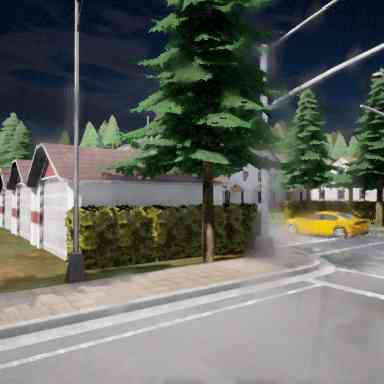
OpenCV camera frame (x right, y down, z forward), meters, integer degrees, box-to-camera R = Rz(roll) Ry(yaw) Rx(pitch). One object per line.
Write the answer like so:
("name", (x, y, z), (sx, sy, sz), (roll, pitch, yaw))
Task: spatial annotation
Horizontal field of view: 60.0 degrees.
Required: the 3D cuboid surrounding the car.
("car", (8.163, 1.956, 20.538), (1.882, 1.535, 5.008), (0, -1, -40))
